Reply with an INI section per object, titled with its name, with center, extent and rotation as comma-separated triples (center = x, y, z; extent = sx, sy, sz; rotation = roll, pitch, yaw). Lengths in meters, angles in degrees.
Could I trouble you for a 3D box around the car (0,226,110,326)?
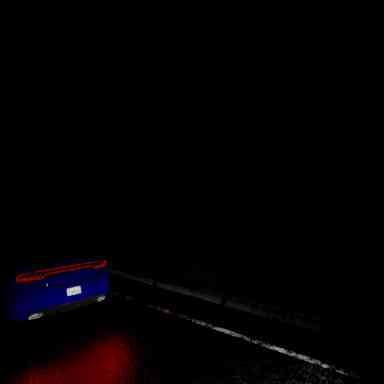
[car]
center = -3.767, 1.476, 7.150
extent = 5.008, 1.535, 1.882
rotation = 0, 0, 43
